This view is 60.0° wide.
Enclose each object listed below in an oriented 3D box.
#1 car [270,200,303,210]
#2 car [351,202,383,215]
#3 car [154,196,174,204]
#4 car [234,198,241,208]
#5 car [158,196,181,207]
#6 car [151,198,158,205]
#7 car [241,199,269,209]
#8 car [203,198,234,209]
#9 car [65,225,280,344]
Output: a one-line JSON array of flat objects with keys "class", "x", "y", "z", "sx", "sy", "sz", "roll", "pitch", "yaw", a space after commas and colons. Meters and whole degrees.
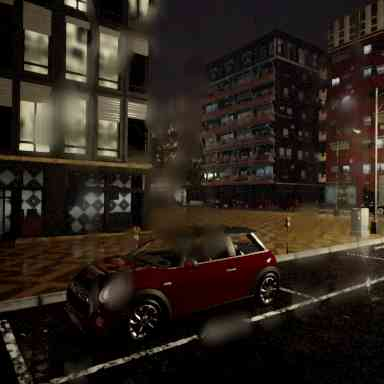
[{"class": "car", "x": 13.362, "y": 1.806, "z": 45.976, "sx": 1.802, "sy": 1.307, "sz": 4.206, "roll": 1, "pitch": -1, "yaw": -35}, {"class": "car", "x": 19.901, "y": 1.730, "z": 36.710, "sx": 1.947, "sy": 1.339, "sz": 4.313, "roll": 1, "pitch": -1, "yaw": -35}, {"class": "car", "x": -6.253, "y": 1.724, "z": 73.779, "sx": 2.192, "sy": 1.841, "sz": 5.009, "roll": 1, "pitch": -1, "yaw": -35}, {"class": "car", "x": 6.824, "y": 1.725, "z": 55.244, "sx": 1.967, "sy": 1.590, "sz": 4.097, "roll": 1, "pitch": -1, "yaw": -35}, {"class": "car", "x": -3.296, "y": 1.733, "z": 55.050, "sx": 1.887, "sy": 1.381, "sz": 4.507, "roll": 1, "pitch": -1, "yaw": -35}, {"class": "car", "x": -6.565, "y": 1.763, "z": 59.683, "sx": 1.887, "sy": 1.381, "sz": 4.507, "roll": 1, "pitch": -1, "yaw": -35}, {"class": "car", "x": 10.093, "y": 1.800, "z": 50.610, "sx": 1.887, "sy": 1.381, "sz": 4.507, "roll": 1, "pitch": -1, "yaw": -35}, {"class": "car", "x": 3.243, "y": 1.677, "z": 45.783, "sx": 2.008, "sy": 1.369, "sz": 4.403, "roll": 1, "pitch": -1, "yaw": -35}, {"class": "car", "x": -0.237, "y": 1.441, "z": 6.372, "sx": 4.097, "sy": 1.590, "sz": 1.967, "roll": 0, "pitch": 1, "yaw": -35}]
